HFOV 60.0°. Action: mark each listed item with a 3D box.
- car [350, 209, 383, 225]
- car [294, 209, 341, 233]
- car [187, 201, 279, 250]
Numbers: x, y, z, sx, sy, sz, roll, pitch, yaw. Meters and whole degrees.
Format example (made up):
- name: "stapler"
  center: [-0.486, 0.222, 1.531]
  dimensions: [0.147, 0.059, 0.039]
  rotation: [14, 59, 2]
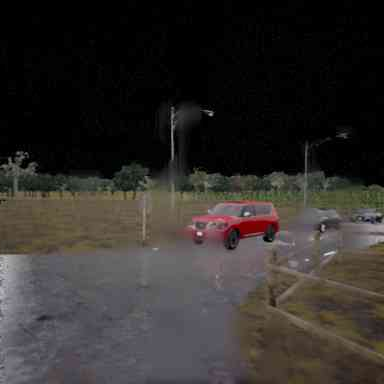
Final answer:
- name: "car"
  center: [16.534, 2.280, 31.503]
  dimensions: [1.994, 1.385, 4.181]
  rotation: [1, -1, 43]
- name: "car"
  center: [8.963, 1.973, 23.490]
  dimensions: [1.837, 1.490, 4.892]
  rotation: [1, 0, 44]
- name: "car"
  center: [2.198, 1.490, 16.294]
  dimensions: [2.150, 2.045, 5.566]
  rotation: [1, 0, 42]
